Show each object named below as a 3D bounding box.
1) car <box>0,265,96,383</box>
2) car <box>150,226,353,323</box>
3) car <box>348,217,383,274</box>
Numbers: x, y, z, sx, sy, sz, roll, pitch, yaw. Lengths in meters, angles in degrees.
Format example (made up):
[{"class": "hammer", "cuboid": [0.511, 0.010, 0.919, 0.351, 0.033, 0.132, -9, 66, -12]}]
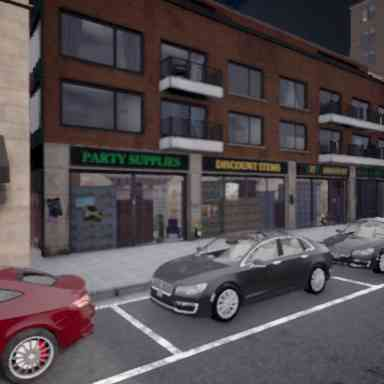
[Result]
[{"class": "car", "cuboid": [-3.272, 1.585, 3.853, 4.206, 1.307, 1.802, 0, 0, -36]}, {"class": "car", "cuboid": [1.219, 1.527, 7.061, 4.403, 1.369, 2.008, 0, 0, -36]}, {"class": "car", "cuboid": [5.710, 1.500, 10.269, 4.403, 1.369, 2.008, 0, 0, -36]}]
